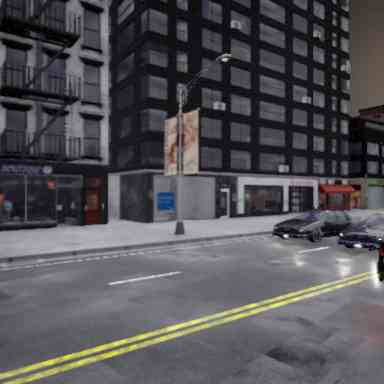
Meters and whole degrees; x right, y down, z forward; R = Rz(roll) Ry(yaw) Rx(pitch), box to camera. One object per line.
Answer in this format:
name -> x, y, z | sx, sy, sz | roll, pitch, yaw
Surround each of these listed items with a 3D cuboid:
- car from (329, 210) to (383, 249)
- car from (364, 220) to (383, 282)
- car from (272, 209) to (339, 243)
car -> 8.125, 1.540, 13.465 | 5.357, 1.411, 2.033 | 0, 0, -35
car -> 6.432, 1.472, 8.024 | 5.008, 1.535, 1.882 | 0, 0, -35
car -> 6.274, 1.541, 16.137 | 5.357, 1.411, 2.033 | 0, 0, -36
